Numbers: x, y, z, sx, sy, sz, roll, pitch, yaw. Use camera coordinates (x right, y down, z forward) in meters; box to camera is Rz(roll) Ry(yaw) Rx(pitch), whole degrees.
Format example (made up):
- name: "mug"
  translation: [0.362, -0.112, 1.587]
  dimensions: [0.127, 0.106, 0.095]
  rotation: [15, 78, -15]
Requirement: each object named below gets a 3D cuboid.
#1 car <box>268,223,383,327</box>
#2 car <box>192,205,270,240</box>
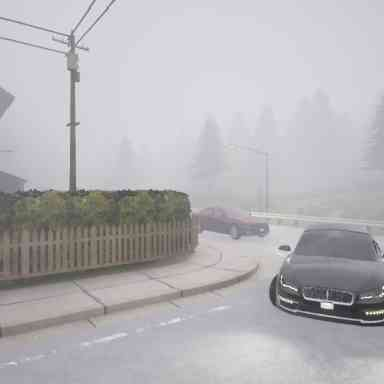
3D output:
- name: "car"
  translation: [3.168, 1.505, 7.304]
  dimensions: [1.837, 1.490, 4.892]
  rotation: [0, 0, 27]
- name: "car"
  translation: [1.870, 1.478, 17.440]
  dimensions: [1.882, 1.535, 5.008]
  rotation: [0, 0, -33]
